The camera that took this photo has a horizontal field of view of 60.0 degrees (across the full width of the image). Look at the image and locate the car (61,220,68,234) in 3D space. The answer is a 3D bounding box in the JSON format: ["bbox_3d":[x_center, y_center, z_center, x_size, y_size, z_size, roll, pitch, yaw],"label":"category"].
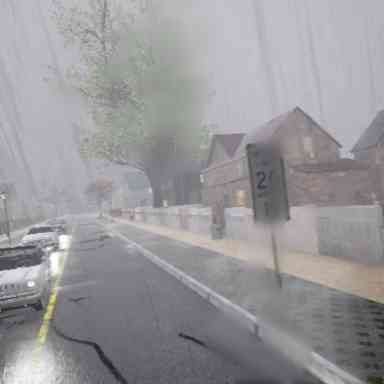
[{"bbox_3d":[-13.348,3.458,32.854,1.895,1.301,4.718,-5,-1,-18],"label":"car"}]

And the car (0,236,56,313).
[{"bbox_3d":[-4.768,2.174,8.684,1.895,1.301,4.718,-5,-1,-21],"label":"car"}]

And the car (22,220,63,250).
[{"bbox_3d":[-9.144,2.739,20.291,1.812,1.442,4.674,-5,-1,-20],"label":"car"}]
